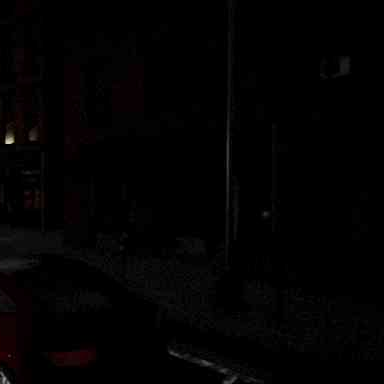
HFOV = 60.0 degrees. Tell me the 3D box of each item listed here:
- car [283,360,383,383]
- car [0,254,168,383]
[{"bbox_3d":[2.244,1.551,1.269,4.313,1.339,1.947,1,1,34],"label":"car"},{"bbox_3d":[-2.223,1.493,4.327,4.206,1.307,1.802,1,1,34],"label":"car"}]
